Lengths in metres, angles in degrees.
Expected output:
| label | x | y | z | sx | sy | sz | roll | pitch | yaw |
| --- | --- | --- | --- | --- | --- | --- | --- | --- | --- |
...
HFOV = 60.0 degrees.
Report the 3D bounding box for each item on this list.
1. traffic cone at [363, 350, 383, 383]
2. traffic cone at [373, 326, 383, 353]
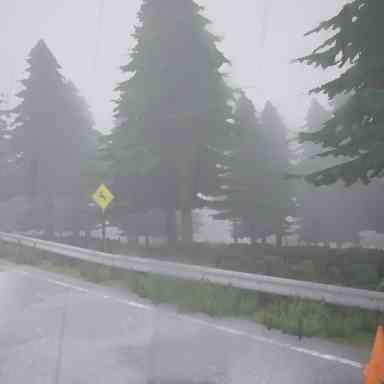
| label | x | y | z | sx | sy | sz | roll | pitch | yaw |
| --- | --- | --- | --- | --- | --- | --- | --- | --- | --- |
| traffic cone | 1.783 | 1.956 | 3.273 | 0.340 | 0.580 | 0.340 | 0 | 0 | 33 |
| traffic cone | 2.327 | 1.956 | 4.109 | 0.340 | 0.580 | 0.340 | 0 | 0 | 34 |
